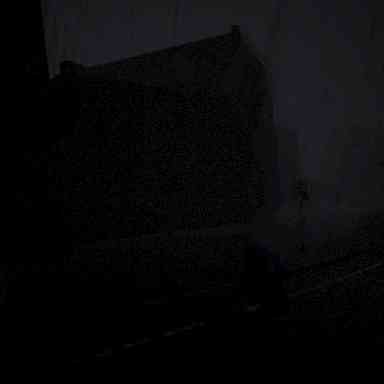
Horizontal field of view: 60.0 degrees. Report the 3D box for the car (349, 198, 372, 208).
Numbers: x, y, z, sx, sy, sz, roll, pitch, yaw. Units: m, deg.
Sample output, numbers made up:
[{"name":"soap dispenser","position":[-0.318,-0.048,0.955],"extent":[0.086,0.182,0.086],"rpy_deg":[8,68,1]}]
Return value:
[{"name":"car","position":[27.095,1.775,53.546],"extent":[2.128,1.511,4.902],"rpy_deg":[-5,-2,2]}]
